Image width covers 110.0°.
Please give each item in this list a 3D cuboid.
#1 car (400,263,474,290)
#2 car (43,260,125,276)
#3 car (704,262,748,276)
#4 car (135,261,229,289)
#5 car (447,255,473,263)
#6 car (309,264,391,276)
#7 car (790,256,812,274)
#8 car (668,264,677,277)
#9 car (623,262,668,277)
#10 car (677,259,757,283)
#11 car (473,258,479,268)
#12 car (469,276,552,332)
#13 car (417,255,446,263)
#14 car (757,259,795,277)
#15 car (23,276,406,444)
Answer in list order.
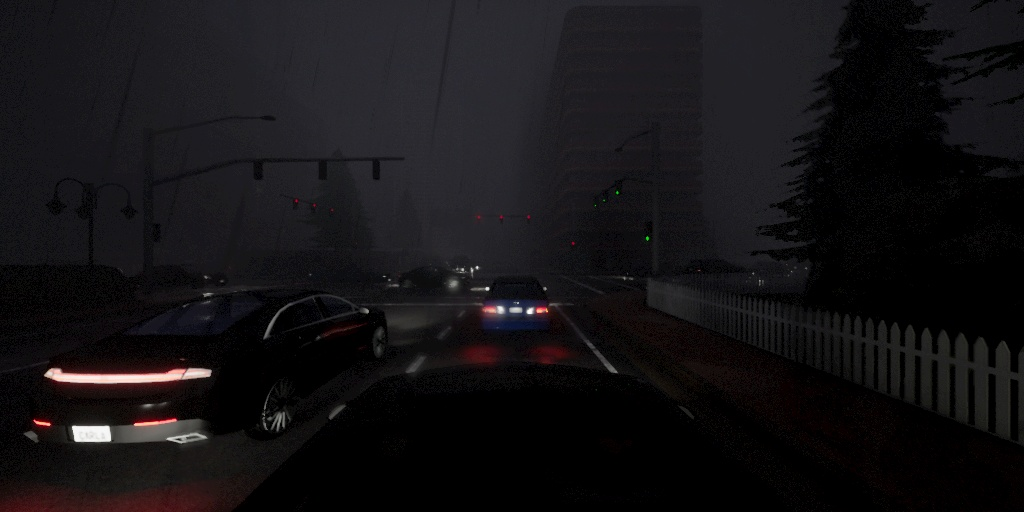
[{"bbox_3d":[-4.589,1.291,21.409,4.181,1.385,1.994,0,0,0],"label":"car"},{"bbox_3d":[-29.751,1.038,24.747,4.553,1.767,2.097,0,0,0],"label":"car"},{"bbox_3d":[22.055,1.279,36.938,4.718,1.301,1.895,0,0,-30],"label":"car"},{"bbox_3d":[-19.556,1.212,21.310,4.674,1.442,1.812,0,0,0],"label":"car"},{"bbox_3d":[-7.059,0.950,49.103,2.150,2.045,5.566,0,0,0],"label":"car"},{"bbox_3d":[-11.159,1.275,24.868,5.357,1.411,2.033,0,0,0],"label":"car"},{"bbox_3d":[32.357,0.898,40.552,2.150,2.045,5.566,0,0,43],"label":"car"},{"bbox_3d":[15.888,1.245,30.549,4.181,1.385,1.994,0,0,-20],"label":"car"},{"bbox_3d":[13.154,1.228,33.374,5.357,1.411,2.033,0,0,-13],"label":"car"},{"bbox_3d":[15.045,1.035,26.467,4.553,1.767,2.097,0,0,-12],"label":"car"},{"bbox_3d":[-7.026,1.229,58.914,1.837,1.490,4.892,0,0,0],"label":"car"},{"bbox_3d":[0.122,1.293,10.771,2.033,1.411,5.357,0,0,1],"label":"car"},{"bbox_3d":[-10.530,0.952,45.943,2.150,2.045,5.566,0,0,2],"label":"car"},{"bbox_3d":[24.368,1.227,34.225,5.357,1.411,2.033,0,0,-31],"label":"car"},{"bbox_3d":[-3.427,1.240,5.359,2.128,1.511,4.902,0,0,0],"label":"car"}]
